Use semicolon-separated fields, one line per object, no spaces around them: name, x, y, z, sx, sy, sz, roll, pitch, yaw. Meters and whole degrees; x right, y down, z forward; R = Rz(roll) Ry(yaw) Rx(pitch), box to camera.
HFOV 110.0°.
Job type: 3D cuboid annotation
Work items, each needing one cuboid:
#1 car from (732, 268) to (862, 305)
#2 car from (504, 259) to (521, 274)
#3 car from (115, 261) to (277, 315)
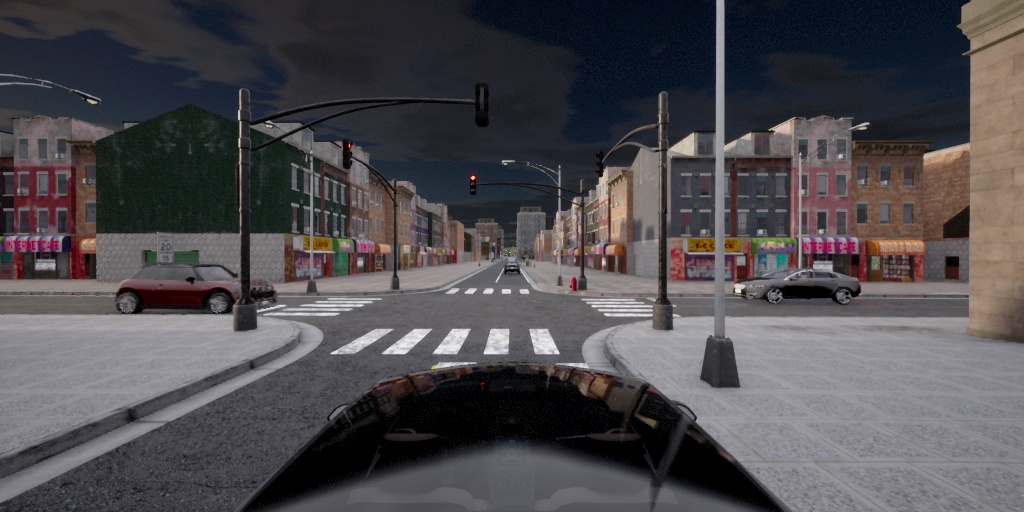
car;12.446;1.277;15.841;4.902;1.511;2.128;0;0;0
car;0.011;1.313;40.659;1.948;1.339;4.313;0;0;0
car;-11.109;1.075;12.867;4.553;1.767;2.097;0;0;0
